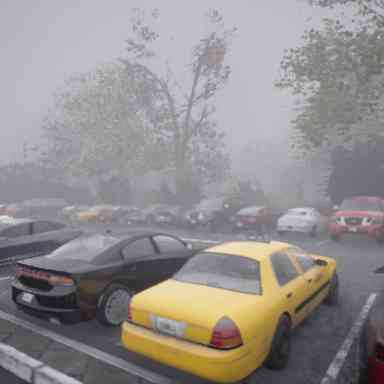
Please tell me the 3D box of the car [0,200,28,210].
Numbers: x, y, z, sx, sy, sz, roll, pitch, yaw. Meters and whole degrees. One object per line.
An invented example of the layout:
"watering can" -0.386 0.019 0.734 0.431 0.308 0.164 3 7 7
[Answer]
"car" -10.311 1.429 13.846 2.435 2.045 5.566 -1 -1 35

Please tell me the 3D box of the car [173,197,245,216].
"car" 1.664 1.353 21.312 2.435 2.045 5.566 -1 -1 35

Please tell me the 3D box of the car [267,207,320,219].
"car" 6.121 1.574 18.174 2.002 1.452 4.674 -1 -1 35

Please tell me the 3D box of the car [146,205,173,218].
"car" -0.568 1.672 22.968 2.163 1.488 4.792 -1 -1 35

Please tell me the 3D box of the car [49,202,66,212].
"car" -9.665 1.843 29.399 2.002 1.452 4.674 -1 -1 35

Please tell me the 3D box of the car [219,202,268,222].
"car" 3.951 1.568 19.714 2.097 1.535 5.008 -1 -1 35

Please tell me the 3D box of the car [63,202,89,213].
"car" -7.503 1.760 27.636 1.946 1.575 5.366 -1 -1 35

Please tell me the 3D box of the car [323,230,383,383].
"car" 3.397 1.495 4.101 2.163 1.488 4.792 -1 0 35

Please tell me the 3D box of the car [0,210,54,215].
"car" -8.039 1.641 12.191 2.231 1.521 4.892 -1 -1 35

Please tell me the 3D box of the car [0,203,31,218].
"car" -20.998 2.060 37.480 2.002 1.452 4.674 -1 -1 36

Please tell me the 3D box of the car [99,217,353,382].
"car" 1.203 1.494 5.853 1.946 1.575 5.366 -1 0 35

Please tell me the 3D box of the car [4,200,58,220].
"car" -16.487 1.801 34.222 2.185 1.767 4.553 -1 -1 35

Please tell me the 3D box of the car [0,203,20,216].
"car" -23.265 2.071 39.101 2.097 1.535 5.008 -1 -1 36

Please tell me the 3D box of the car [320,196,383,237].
"car" 8.472 1.248 16.470 2.435 2.045 5.566 -1 0 35

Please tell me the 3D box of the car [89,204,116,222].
"car" -5.128 1.722 26.168 2.097 1.535 5.008 -1 -1 35

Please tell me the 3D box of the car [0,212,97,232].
"car" -5.773 1.631 10.549 2.163 1.488 4.792 -1 -1 35

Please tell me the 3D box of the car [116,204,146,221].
"car" -2.872 1.712 24.535 2.163 1.488 4.792 -1 -1 35

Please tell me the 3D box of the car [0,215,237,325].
"car" -1.190 1.529 7.320 2.097 1.535 5.008 -1 0 35

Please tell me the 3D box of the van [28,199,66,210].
"van" -14.138 1.657 32.729 1.878 1.987 4.442 -1 -1 35
